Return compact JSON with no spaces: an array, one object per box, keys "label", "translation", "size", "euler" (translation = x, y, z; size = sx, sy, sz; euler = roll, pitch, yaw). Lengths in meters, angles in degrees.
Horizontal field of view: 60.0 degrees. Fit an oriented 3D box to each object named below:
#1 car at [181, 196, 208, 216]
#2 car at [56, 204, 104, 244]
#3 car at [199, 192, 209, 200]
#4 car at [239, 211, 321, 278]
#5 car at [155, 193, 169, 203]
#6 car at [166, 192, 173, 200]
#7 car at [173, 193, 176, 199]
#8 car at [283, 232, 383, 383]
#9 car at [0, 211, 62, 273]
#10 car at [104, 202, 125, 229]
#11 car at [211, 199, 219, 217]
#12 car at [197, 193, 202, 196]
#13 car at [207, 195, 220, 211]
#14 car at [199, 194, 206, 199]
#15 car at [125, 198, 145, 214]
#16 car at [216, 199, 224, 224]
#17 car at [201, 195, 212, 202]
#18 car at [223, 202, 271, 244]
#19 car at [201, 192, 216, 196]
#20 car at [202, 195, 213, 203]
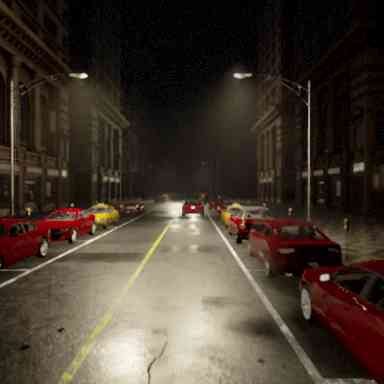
[{"label":"car","translation":[0.097,1.362,30.550],"size":[2.163,1.488,4.792],"euler":[0,0,0]},{"label":"car","translation":[-5.765,1.473,15.408],"size":[1.887,1.381,4.507],"euler":[0,0,0]},{"label":"car","translation":[2.760,0.964,77.035],"size":[2.192,1.841,5.009],"euler":[0,0,0]},{"label":"car","translation":[2.760,1.499,9.815],"size":[1.887,1.381,4.507],"euler":[0,0,0]},{"label":"car","translation":[-5.765,1.269,60.225],"size":[1.887,1.381,4.507],"euler":[0,0,0]},{"label":"car","translation":[-5.765,1.225,71.429],"size":[2.008,1.369,4.403],"euler":[0,0,0]},{"label":"car","translation":[-5.766,0.940,82.633],"size":[2.192,1.841,5.009],"euler":[0,0,0]},{"label":"car","translation":[2.760,1.525,4.213],"size":[1.887,1.381,4.507],"euler":[0,0,0]},{"label":"car","translation":[-5.765,1.499,9.806],"size":[1.887,1.381,4.507],"euler":[0,0,0]},{"label":"car","translation":[-5.765,1.428,20.840],"size":[1.752,1.417,4.829],"euler":[0,0,0]},{"label":"car","translation":[2.761,1.458,26.620],"size":[1.802,1.307,4.206],"euler":[0,0,0]},{"label":"car","translation":[0.038,1.264,46.244],"size":[1.882,1.535,5.008],"euler":[0,0,0]},{"label":"car","translation":[2.760,1.370,37.823],"size":[1.887,1.381,4.507],"euler":[0,0,0]},{"label":"car","translation":[2.761,1.166,88.239],"size":[1.947,1.339,4.313],"euler":[0,0,0]},{"label":"car","translation":[-5.765,1.291,32.214],"size":[1.967,1.590,4.097],"euler":[0,0,0]},{"label":"car","translation":[2.760,1.427,21.188],"size":[1.752,1.417,4.829],"euler":[0,0,0]},{"label":"car","translation":[2.760,1.250,65.832],"size":[2.008,1.369,4.403],"euler":[0,0,0]},{"label":"car","translation":[2.760,1.368,15.416],"size":[1.967,1.590,4.097],"euler":[0,0,0]},{"label":"car","translation":[2.759,1.089,49.026],"size":[2.192,1.841,5.009],"euler":[0,0,0]},{"label":"car","translation":[2.760,1.290,60.230],"size":[1.947,1.339,4.313],"euler":[0,0,0]}]
